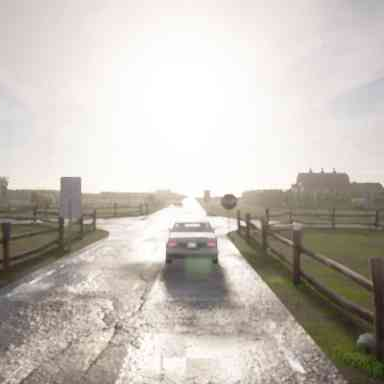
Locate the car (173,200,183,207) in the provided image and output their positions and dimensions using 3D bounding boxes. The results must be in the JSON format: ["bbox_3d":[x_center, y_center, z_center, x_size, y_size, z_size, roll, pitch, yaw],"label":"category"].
[{"bbox_3d":[-2.759,2.306,67.824,1.895,1.301,4.718,0,-1,0],"label":"car"}]

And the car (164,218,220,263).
[{"bbox_3d":[0.009,1.677,12.557,2.033,1.411,5.357,0,-1,0],"label":"car"}]
